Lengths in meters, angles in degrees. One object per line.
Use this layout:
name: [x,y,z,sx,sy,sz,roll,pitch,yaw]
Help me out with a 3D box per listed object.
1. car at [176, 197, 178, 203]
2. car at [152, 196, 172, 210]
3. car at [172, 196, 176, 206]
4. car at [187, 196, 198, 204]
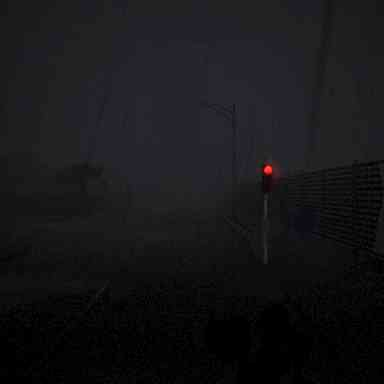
car: [-3.923,1.478,67.438,1.882,1.535,5.008,0,0,1]
car: [-4.034,1.564,43.424,1.994,1.385,4.181,0,0,0]
car: [-4.012,1.478,53.494,1.882,1.535,5.008,0,0,0]
car: [0.094,1.505,63.222,1.837,1.490,4.892,0,0,0]
